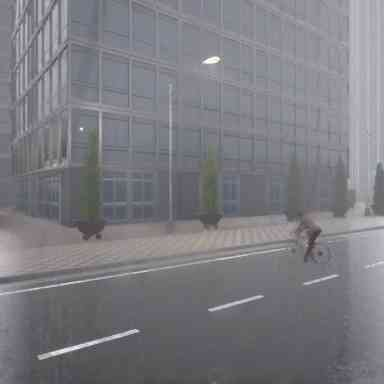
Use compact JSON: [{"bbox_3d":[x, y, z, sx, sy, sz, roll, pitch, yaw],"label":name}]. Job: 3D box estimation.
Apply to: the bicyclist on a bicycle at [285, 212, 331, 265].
[{"bbox_3d":[3.628,1.455,10.577,0.582,1.620,1.656,0,-2,-37],"label":"bicyclist on a bicycle"}]
